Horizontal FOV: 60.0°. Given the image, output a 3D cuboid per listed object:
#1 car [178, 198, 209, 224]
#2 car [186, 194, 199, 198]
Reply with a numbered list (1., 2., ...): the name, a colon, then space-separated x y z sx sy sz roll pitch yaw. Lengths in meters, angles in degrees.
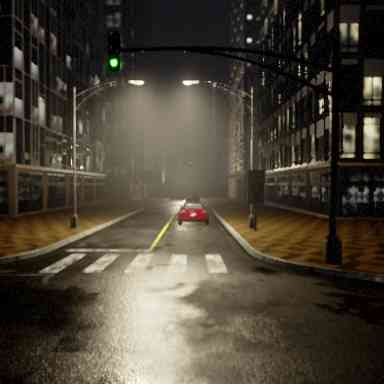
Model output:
1. car: 0.092 1.318 22.275 1.994 1.385 4.181 0 1 0
2. car: 0.079 1.006 47.845 2.128 1.511 4.902 0 1 0
